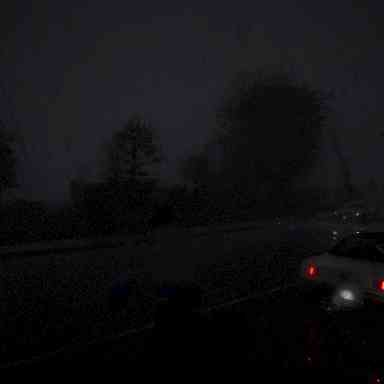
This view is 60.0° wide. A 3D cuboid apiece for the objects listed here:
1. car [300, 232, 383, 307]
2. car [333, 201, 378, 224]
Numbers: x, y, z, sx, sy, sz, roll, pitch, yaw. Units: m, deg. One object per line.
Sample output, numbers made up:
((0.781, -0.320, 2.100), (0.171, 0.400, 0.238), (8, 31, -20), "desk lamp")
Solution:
((4.528, 1.556, 7.382), (4.718, 1.301, 1.895), (0, 0, -39), "car")
((11.668, 1.388, 23.550), (1.812, 1.442, 4.674), (0, 0, 45), "car")
